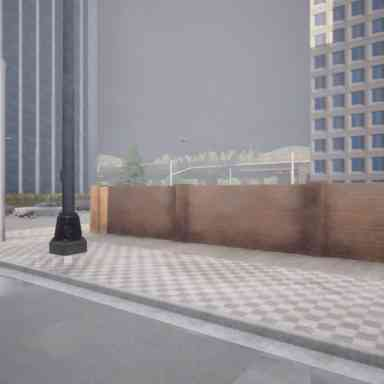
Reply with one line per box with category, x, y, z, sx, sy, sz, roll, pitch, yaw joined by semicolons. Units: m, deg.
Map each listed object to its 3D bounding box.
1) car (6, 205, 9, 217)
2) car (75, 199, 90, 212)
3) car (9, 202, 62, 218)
car;-18.207;1.547;29.251;2.033;1.411;5.357;0;0;32
car;-12.396;1.547;37.480;2.033;1.411;5.357;0;0;35
car;-13.404;1.601;29.944;1.895;1.301;4.718;0;0;35
